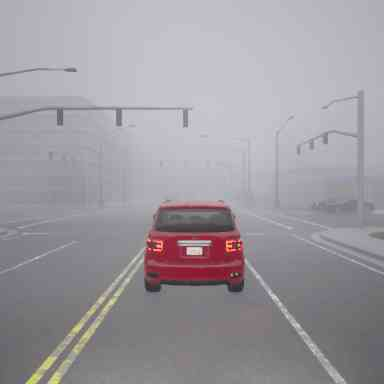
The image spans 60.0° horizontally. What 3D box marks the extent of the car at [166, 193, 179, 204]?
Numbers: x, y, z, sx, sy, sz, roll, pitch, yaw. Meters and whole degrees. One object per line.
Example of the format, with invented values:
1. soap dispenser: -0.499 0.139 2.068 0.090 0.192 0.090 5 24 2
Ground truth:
1. car: -3.641 1.221 64.226 2.150 2.045 5.566 0 0 0

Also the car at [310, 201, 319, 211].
1. car: 16.103 1.352 38.586 4.553 1.767 2.097 0 0 0

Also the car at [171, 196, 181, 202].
1. car: -3.605 1.552 74.093 1.994 1.385 4.181 0 0 0

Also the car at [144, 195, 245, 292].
1. car: 0.060 1.221 9.047 2.150 2.045 5.566 0 0 0

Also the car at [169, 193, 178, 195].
1. car: -3.667 1.352 54.633 2.097 1.767 4.553 0 0 0

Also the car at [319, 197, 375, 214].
1. car: 16.562 1.478 35.079 5.008 1.535 1.882 0 0 0
